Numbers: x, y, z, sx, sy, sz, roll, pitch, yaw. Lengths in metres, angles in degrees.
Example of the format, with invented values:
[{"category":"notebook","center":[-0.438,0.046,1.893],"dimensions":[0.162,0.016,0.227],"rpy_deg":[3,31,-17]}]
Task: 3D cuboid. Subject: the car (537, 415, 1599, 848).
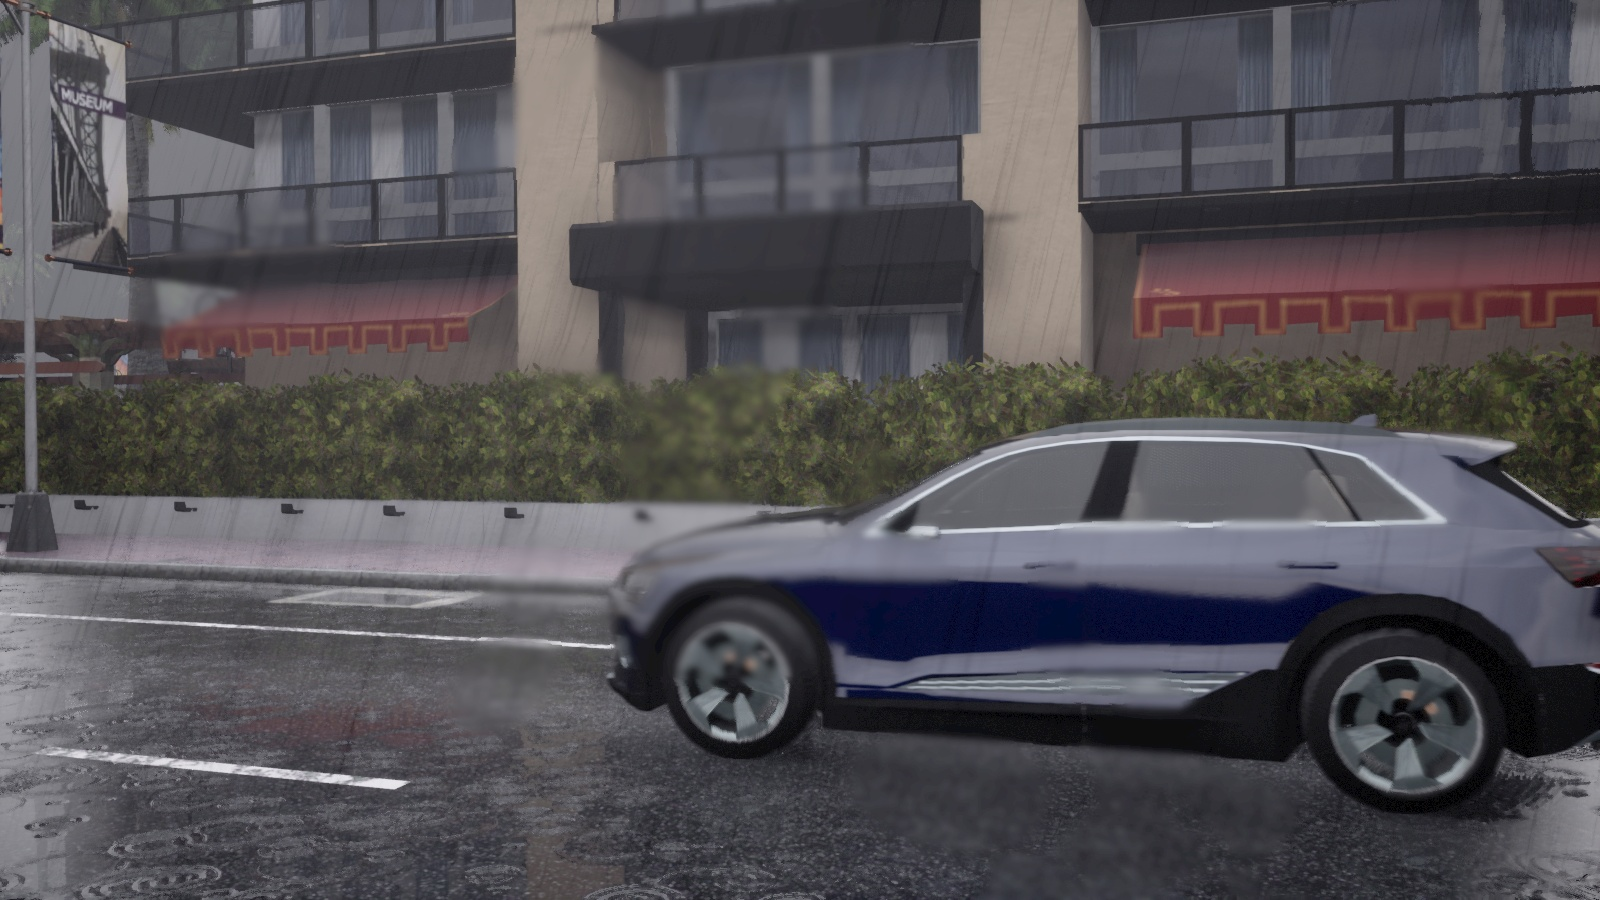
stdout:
[{"category":"car","center":[1.327,0.659,6.400],"dimensions":[4.856,1.649,2.033],"rpy_deg":[1,1,18]}]
